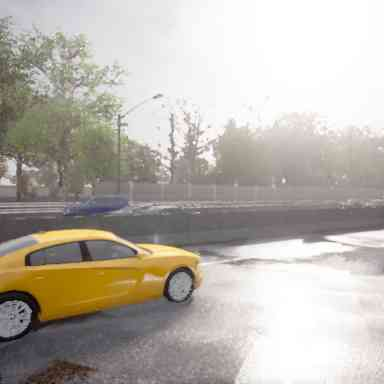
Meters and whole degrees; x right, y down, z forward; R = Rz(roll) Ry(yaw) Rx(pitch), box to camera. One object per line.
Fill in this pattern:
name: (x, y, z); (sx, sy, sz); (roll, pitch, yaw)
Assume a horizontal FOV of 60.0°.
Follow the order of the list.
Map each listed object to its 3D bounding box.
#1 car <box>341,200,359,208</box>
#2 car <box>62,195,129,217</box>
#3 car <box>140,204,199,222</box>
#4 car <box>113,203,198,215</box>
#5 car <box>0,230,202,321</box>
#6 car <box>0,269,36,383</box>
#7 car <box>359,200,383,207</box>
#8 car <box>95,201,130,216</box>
car: (25.408, 1.994, 52.311); (4.892, 1.490, 1.837); (1, -1, -35)
car: (-7.757, 1.298, 27.616); (5.566, 2.045, 2.150); (-1, 1, -39)
car: (-1.864, 1.735, 28.497); (4.718, 1.301, 1.895); (1, 0, -36)
car: (-1.880, 1.593, 19.874); (4.892, 1.490, 1.837); (1, 0, -36)
car: (-2.075, 1.496, 6.570); (5.008, 1.535, 1.882); (1, 0, -36)
car: (-3.608, 1.527, 1.163); (5.357, 1.411, 2.033); (1, 0, -36)
car: (27.422, 1.989, 49.461); (4.892, 1.490, 1.837); (0, 0, -35)
car: (-3.720, 1.582, 22.861); (4.902, 1.511, 2.128); (1, 0, -36)
